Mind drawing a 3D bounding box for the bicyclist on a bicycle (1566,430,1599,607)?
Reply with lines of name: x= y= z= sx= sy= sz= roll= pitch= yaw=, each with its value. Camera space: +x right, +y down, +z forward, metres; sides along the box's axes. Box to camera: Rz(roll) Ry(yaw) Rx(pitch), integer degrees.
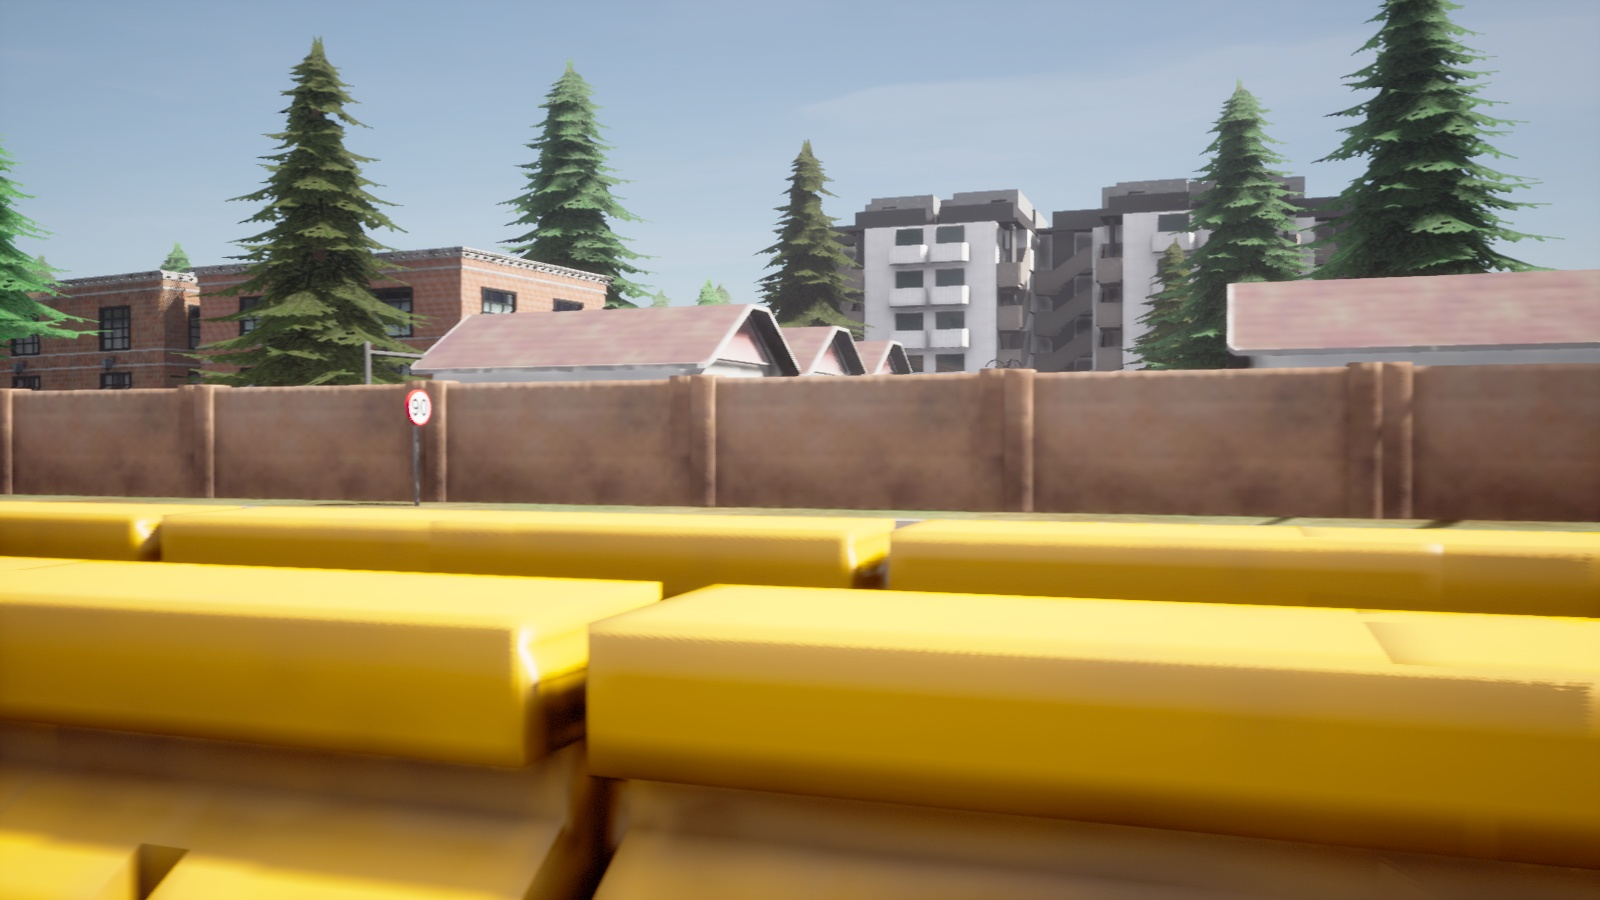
bicyclist on a bicycle: x=8.077 y=0.625 z=11.553 sx=1.656 sy=1.620 sz=0.582 roll=0 pitch=1 yaw=19
